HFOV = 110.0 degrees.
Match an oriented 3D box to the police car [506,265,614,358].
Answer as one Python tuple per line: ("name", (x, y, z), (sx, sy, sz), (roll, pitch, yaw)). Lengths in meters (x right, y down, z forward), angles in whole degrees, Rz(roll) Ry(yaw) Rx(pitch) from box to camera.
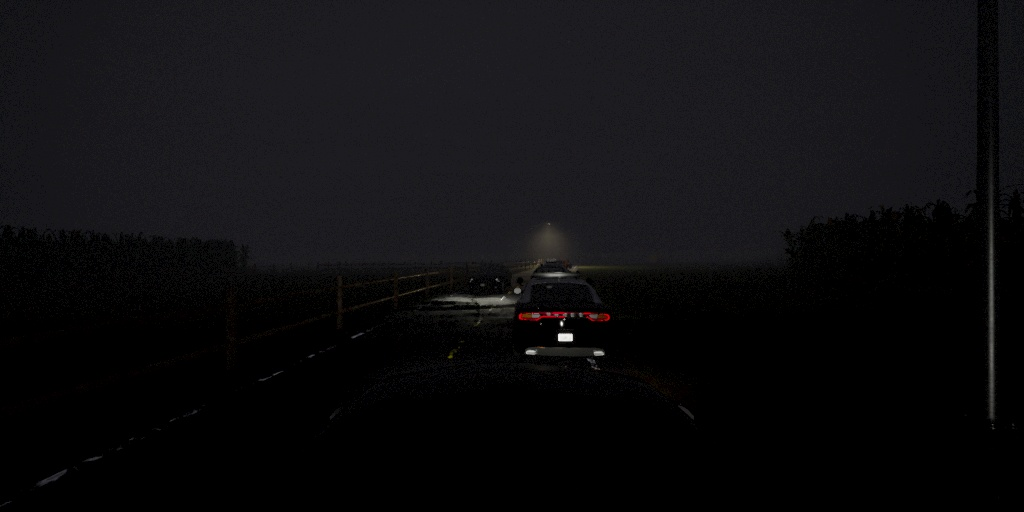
("police car", (1.057, 1.173, 8.647), (1.930, 1.638, 5.238), (0, 0, 3))

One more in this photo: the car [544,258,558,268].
("car", (6.695, 1.167, 61.516), (1.882, 1.535, 5.008), (0, 0, 12))

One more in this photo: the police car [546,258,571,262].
("police car", (2.855, 1.159, 24.295), (1.930, 1.638, 5.238), (0, 0, 10))

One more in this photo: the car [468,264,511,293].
("car", (-1.154, 1.216, 20.871), (1.882, 1.535, 5.008), (0, 0, 8))

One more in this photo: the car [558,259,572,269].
("car", (8.271, 1.259, 55.911), (1.994, 1.385, 4.181), (0, 0, 11))

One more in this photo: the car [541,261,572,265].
("car", (1.967, 1.218, 18.342), (1.882, 1.535, 5.008), (0, 0, 7))
